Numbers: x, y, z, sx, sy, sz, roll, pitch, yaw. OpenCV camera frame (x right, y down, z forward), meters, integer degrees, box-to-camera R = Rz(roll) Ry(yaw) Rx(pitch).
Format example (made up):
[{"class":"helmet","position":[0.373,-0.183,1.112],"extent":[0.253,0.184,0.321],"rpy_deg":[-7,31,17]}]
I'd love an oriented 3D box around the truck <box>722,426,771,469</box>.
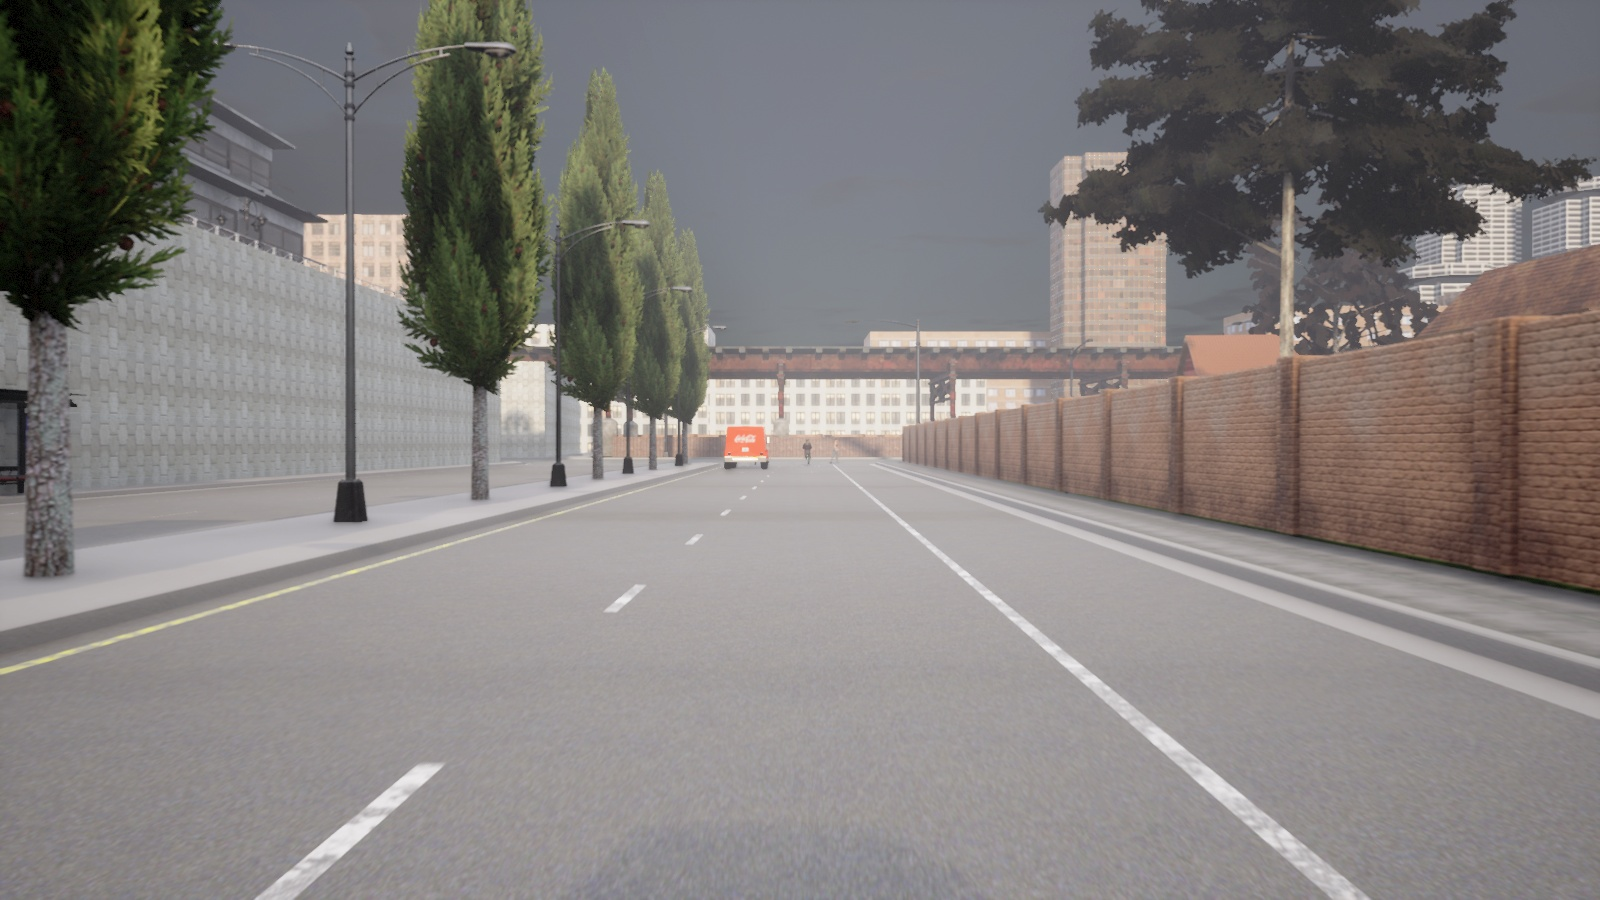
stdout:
[{"class":"truck","position":[-3.066,-0.156,73.406],"extent":[2.627,2.467,5.204],"rpy_deg":[0,0,0]}]
